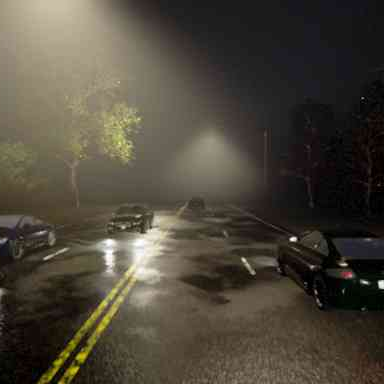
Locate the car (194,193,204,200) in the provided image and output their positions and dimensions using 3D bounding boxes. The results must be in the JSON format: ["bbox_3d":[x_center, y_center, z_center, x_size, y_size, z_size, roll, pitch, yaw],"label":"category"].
[{"bbox_3d":[1.668,1.023,73.705,2.033,1.411,5.357,0,1,3],"label":"car"}]

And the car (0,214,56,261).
[{"bbox_3d":[-6.534,1.506,11.865,1.994,1.385,4.181,0,0,1],"label":"car"}]

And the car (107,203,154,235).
[{"bbox_3d":[-3.214,1.406,18.132,1.837,1.490,4.892,0,0,1],"label":"car"}]

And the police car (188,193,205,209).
[{"bbox_3d":[0.548,1.178,40.781,1.930,1.638,5.238,0,0,1],"label":"police car"}]

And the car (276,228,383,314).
[{"bbox_3d":[3.269,1.503,7.513,1.994,1.385,4.181,0,0,0],"label":"car"}]

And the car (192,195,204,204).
[{"bbox_3d":[1.043,1.250,54.602,1.895,1.301,4.718,0,0,2],"label":"car"}]
